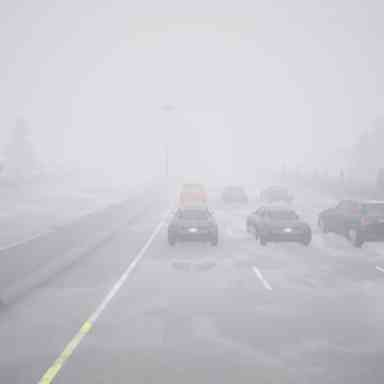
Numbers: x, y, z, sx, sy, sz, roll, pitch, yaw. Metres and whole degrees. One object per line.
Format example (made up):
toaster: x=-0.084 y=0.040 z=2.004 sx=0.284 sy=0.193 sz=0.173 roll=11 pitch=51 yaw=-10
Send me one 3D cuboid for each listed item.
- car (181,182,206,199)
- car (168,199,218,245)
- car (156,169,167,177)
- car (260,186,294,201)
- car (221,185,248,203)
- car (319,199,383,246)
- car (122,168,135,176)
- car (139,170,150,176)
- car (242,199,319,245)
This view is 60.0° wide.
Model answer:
car: x=0.125 y=-0.126 z=29.027 sx=2.097 sy=1.767 sz=4.553 roll=0 pitch=5 yaw=0
car: x=0.047 y=1.269 z=14.249 sx=1.994 sy=1.385 sz=4.181 roll=0 pitch=3 yaw=0
car: x=-6.642 y=-4.112 z=71.214 sx=1.812 sy=1.442 sz=4.674 roll=0 pitch=6 yaw=0
car: x=7.117 y=0.172 z=28.516 sx=1.895 sy=1.301 sz=4.718 roll=0 pitch=6 yaw=0
car: x=3.625 y=0.096 z=28.936 sx=1.994 sy=1.385 sz=4.181 roll=0 pitch=6 yaw=0
car: x=7.043 y=1.065 z=13.991 sx=2.097 sy=1.767 sz=4.553 roll=0 pitch=3 yaw=0
car: x=-13.641 y=-4.282 z=71.266 sx=2.097 sy=1.767 sz=4.553 roll=0 pitch=6 yaw=0
car: x=-10.142 y=-4.083 z=71.236 sx=1.994 sy=1.385 sz=4.181 roll=0 pitch=6 yaw=0
car: x=3.545 y=1.270 z=14.208 sx=1.994 sy=1.385 sz=4.181 roll=0 pitch=3 yaw=0
